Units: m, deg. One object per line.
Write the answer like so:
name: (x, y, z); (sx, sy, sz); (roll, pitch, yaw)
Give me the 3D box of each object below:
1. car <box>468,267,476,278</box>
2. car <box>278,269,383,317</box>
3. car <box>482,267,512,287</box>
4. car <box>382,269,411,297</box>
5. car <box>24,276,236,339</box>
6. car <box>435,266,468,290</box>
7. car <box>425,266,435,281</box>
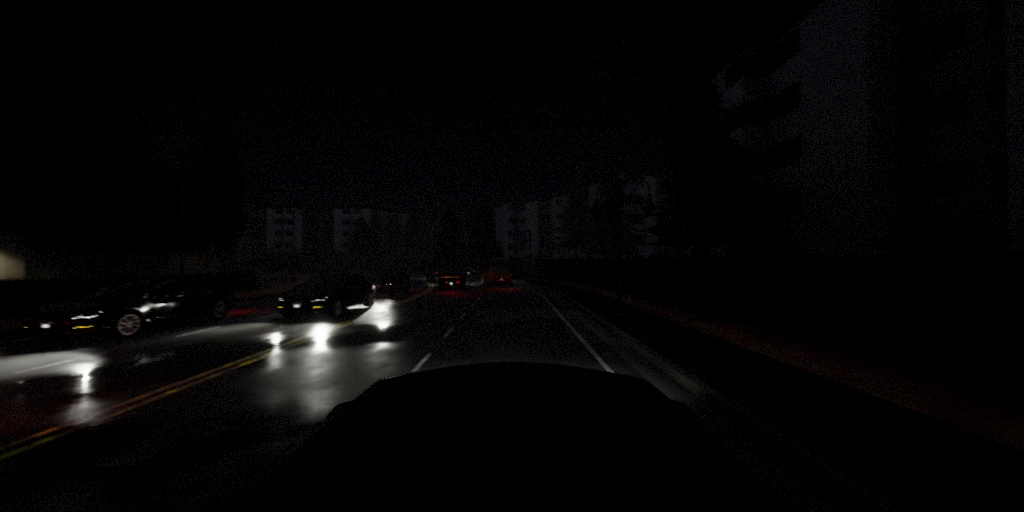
car: (-5.645, 1.857, 41.049); (1.994, 1.385, 4.181); (0, -1, -26)
car: (-7.002, 1.427, 14.102); (1.837, 1.490, 4.892); (0, -1, 0)
car: (-1.260, 1.601, 28.713); (1.882, 1.535, 5.008); (0, -1, -11)
car: (-7.293, 1.508, 21.062); (2.128, 1.511, 4.902); (0, -1, -3)
car: (-10.626, 1.377, 10.588); (1.837, 1.490, 4.892); (0, -1, 0)
car: (-4.377, 1.594, 26.219); (1.837, 1.490, 4.892); (0, -1, -8)
car: (-7.819, 1.794, 37.727); (2.033, 1.411, 5.357); (0, -1, -24)
